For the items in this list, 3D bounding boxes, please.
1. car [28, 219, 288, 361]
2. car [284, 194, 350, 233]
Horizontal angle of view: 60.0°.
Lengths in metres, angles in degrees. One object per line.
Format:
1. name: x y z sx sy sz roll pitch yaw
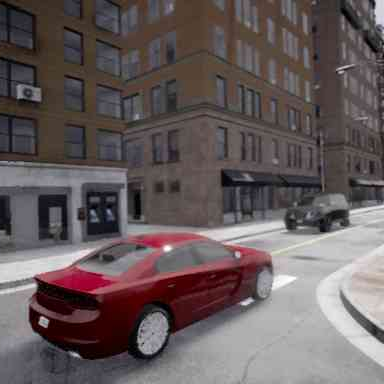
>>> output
1. car: -0.289 1.499 6.179 1.882 1.535 5.008 -2 0 41
2. car: 7.432 1.153 19.430 2.150 2.045 5.566 -3 -1 41
